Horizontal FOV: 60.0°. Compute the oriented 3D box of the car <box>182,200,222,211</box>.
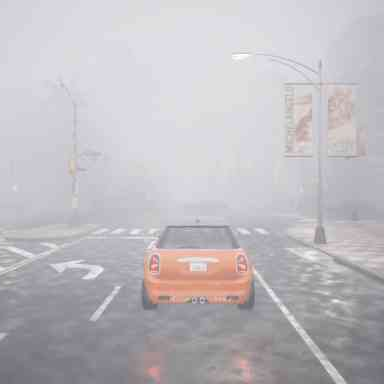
[{"bbox_3d":[1.205,1.601,40.031,4.718,1.301,1.895,0,0,1],"label":"car"}]

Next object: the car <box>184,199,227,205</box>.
[{"bbox_3d":[1.319,1.477,35.833,5.008,1.535,1.882,0,-1,-10],"label":"car"}]

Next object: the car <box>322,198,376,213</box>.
[{"bbox_3d":[17.115,1.548,36.364,5.357,1.411,2.033,0,0,1],"label":"car"}]

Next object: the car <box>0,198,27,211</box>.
[{"bbox_3d":[-22.610,1.491,40.279,4.902,1.511,2.128,0,0,1],"label":"car"}]

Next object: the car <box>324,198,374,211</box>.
[{"bbox_3d":[18.741,1.490,39.833,4.902,1.511,2.128,0,0,0],"label":"car"}]

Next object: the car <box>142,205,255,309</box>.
[{"bbox_3d":[0.116,1.352,8.019,2.097,1.767,4.553,0,0,0],"label":"car"}]
